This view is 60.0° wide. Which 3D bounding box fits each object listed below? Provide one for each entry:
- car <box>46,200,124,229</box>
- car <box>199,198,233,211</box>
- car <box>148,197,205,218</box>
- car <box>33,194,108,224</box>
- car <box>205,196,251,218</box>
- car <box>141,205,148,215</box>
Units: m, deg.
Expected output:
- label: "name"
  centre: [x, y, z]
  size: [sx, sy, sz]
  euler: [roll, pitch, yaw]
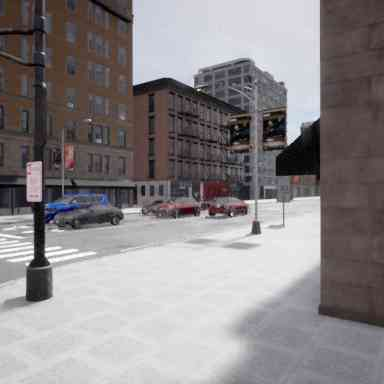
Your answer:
- label: "car"
  centre: [-6.468, 1.467, 21.263]
  size: [1.812, 1.442, 4.674]
  euler: [0, 0, 37]
- label: "car"
  centre: [2.984, 1.460, 40.282]
  size: [1.895, 1.301, 4.718]
  euler: [0, 0, 35]
- label: "car"
  centre: [-1.249, 1.255, 28.655]
  size: [2.097, 1.767, 4.553]
  euler: [0, 0, 35]
- label: "car"
  centre: [-8.467, 1.165, 24.070]
  size: [2.150, 2.045, 5.566]
  euler: [0, 0, 35]
- label: "car"
  centre: [3.394, 1.235, 29.259]
  size: [2.097, 1.767, 4.553]
  euler: [0, 0, 35]
- label: "car"
  centre: [-2.856, 1.428, 32.018]
  size: [1.812, 1.442, 4.674]
  euler: [0, 0, 35]
